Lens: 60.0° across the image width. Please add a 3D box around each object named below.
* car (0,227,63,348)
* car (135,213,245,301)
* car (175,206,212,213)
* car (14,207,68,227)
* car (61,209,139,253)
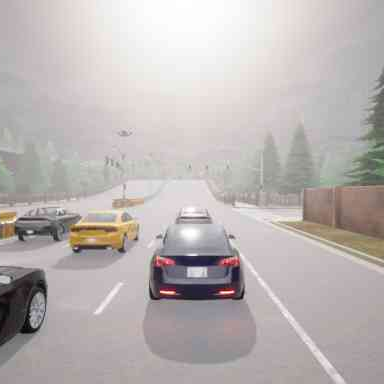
[{"bbox_3d":[-3.400,1.478,3.737,1.882,1.535,5.008,0,0,0],"label":"car"},{"bbox_3d":[0.096,1.504,8.400,2.163,1.488,4.792,0,0,0],"label":"car"},{"bbox_3d":[0.090,1.492,17.491,2.128,1.511,4.902,0,0,0],"label":"car"},{"bbox_3d":[-6.909,1.491,16.599,2.128,1.511,4.902,0,0,0],"label":"car"},{"bbox_3d":[-3.407,1.478,13.754,1.882,1.535,5.008,0,0,0],"label":"car"}]
